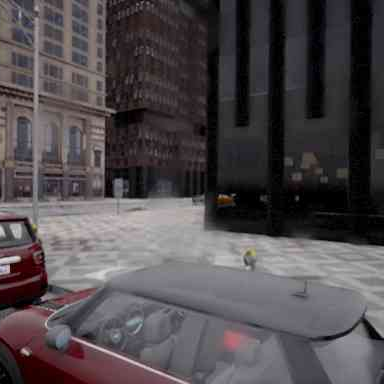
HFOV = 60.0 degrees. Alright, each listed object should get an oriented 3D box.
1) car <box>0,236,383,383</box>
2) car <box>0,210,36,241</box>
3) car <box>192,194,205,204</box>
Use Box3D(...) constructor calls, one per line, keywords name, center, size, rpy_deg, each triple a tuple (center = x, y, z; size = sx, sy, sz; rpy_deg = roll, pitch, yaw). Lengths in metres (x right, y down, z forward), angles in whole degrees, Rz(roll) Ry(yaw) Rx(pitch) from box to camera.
Box3D(name="car", center=(-0.256, 1.422, 3.141), size=(4.097, 1.590, 1.967), rpy_deg=(1, 1, 35))
Box3D(name="car", center=(-4.817, 1.244, 6.393), size=(5.009, 1.841, 2.192), rpy_deg=(1, 1, 35))
Box3D(name="car", center=(1.935, 1.108, 52.071), size=(2.128, 1.511, 4.902), rpy_deg=(1, 1, 36))
